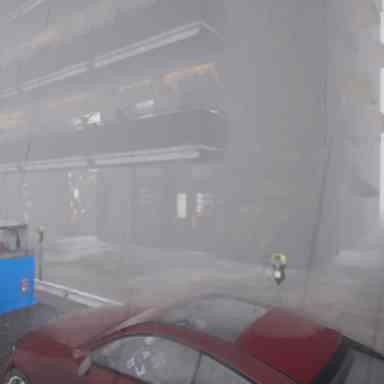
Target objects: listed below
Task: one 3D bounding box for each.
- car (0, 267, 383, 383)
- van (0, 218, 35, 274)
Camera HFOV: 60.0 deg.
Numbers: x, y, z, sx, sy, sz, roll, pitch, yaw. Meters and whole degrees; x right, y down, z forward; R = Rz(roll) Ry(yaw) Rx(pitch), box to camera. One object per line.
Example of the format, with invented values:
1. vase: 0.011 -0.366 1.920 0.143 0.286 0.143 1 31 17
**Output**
1. car: 0.048 1.574 2.845 4.206 1.307 1.802 0 0 35
2. van: -4.581 1.303 6.149 3.998 1.788 1.690 0 0 35
